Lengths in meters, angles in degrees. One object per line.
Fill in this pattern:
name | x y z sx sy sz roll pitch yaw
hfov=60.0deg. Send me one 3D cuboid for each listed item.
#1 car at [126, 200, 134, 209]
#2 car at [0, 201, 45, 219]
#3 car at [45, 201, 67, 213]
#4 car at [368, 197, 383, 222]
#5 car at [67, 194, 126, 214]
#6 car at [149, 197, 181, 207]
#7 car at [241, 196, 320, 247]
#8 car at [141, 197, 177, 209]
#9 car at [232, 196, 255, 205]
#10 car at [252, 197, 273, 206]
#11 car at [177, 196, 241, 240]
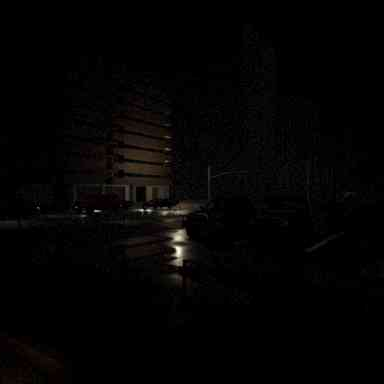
car | -9.942 1.547 43.095 2.033 1.411 5.357 0 0 34
car | -15.400 1.564 28.687 1.994 1.385 4.181 0 0 34
car | -15.317 1.601 35.090 1.895 1.301 4.718 0 0 34
car | 15.945 1.395 27.283 1.970 1.475 3.806 0 0 34
car | -10.295 1.221 36.288 2.150 2.045 5.566 0 0 34
car | -4.110 1.547 51.711 2.033 1.411 5.357 0 0 35
car | 3.920 1.156 14.329 1.905 1.878 3.866 0 0 34
car | -4.487 1.547 44.925 2.033 1.411 5.357 0 0 34
car | 9.168 1.491 58.649 2.128 1.511 4.902 0 0 34
car | 12.101 1.526 56.746 1.812 1.442 4.674 0 0 34
car | 1.553 1.153 15.995 1.932 1.855 4.605 0 0 34
